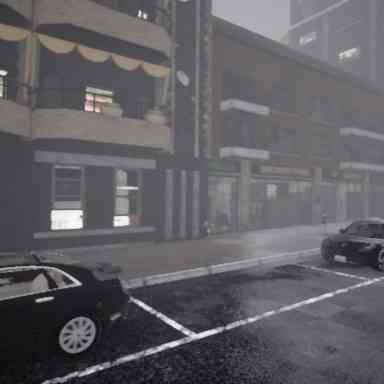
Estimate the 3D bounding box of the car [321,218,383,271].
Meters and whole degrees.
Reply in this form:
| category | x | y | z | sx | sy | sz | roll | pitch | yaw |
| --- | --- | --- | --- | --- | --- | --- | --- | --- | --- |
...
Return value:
| category | x | y | z | sx | sy | sz | roll | pitch | yaw |
| --- | --- | --- | --- | --- | --- | --- | --- | --- | --- |
| car | 6.060 | 1.549 | 10.866 | 4.313 | 1.339 | 1.947 | 0 | 1 | -35 |

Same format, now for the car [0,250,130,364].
| category | x | y | z | sx | sy | sz | roll | pitch | yaw |
| --- | --- | --- | --- | --- | --- | --- | --- | --- | --- |
| car | -3.010 | 1.551 | 4.399 | 4.403 | 1.369 | 2.008 | 0 | 1 | -35 |
